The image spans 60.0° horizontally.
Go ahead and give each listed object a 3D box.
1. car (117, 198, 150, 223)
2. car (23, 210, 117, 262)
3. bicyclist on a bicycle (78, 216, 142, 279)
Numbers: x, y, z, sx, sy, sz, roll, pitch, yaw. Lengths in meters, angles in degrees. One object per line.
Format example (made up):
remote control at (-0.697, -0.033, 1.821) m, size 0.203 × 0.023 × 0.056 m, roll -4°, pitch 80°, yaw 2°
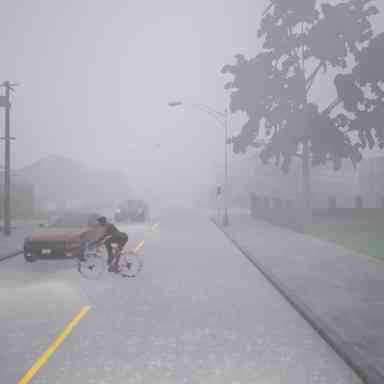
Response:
car at (-4.523, 1.351, 25.791) m, size 2.097 × 1.767 × 4.553 m, roll 0°, pitch 0°, yaw -1°
car at (-4.326, 1.478, 12.280) m, size 1.882 × 1.535 × 5.008 m, roll 0°, pitch 0°, yaw -1°
bicyclist on a bicycle at (-2.141, 1.453, 8.605) m, size 1.656 × 1.620 × 0.582 m, roll -2°, pitch 0°, yaw -1°
